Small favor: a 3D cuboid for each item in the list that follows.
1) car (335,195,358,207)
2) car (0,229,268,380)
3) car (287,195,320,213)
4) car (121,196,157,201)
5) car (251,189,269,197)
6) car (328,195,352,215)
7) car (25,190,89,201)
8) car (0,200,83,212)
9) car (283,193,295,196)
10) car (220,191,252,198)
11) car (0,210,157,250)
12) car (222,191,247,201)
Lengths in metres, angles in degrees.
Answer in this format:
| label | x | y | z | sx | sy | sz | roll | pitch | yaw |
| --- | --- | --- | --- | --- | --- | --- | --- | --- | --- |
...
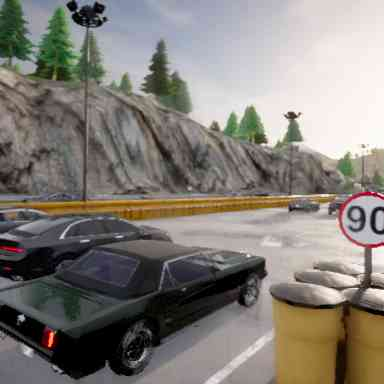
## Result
| label | x | y | z | sx | sy | sz | roll | pitch | yaw |
| --- | --- | --- | --- | --- | --- | --- | --- | --- | --- |
| car | 21.534 | 1.161 | 46.137 | 1.837 | 1.490 | 4.892 | 2 | 1 | 37 |
| car | -0.511 | 1.486 | 5.514 | 1.895 | 1.301 | 4.718 | 2 | 1 | 38 |
| car | 10.831 | 1.237 | 31.902 | 1.994 | 1.385 | 4.181 | 2 | 1 | 37 |
| car | -4.537 | 0.995 | 29.320 | 1.895 | 1.301 | 4.718 | 2 | 1 | 37 |
| car | 10.980 | 0.496 | 55.611 | 2.150 | 2.045 | 5.566 | 2 | 1 | 38 |
| car | 13.723 | 1.273 | 29.924 | 1.837 | 1.490 | 4.892 | 2 | 1 | 37 |
| car | -11.122 | 0.796 | 26.485 | 2.128 | 1.511 | 4.902 | 2 | 1 | 37 |
| car | -5.496 | 1.187 | 10.505 | 2.128 | 1.511 | 4.902 | 2 | 1 | 38 |
| car | 16.822 | 0.968 | 57.404 | 2.033 | 1.411 | 5.357 | 2 | 1 | 39 |
| car | 5.155 | 0.872 | 42.128 | 2.128 | 1.511 | 4.902 | 2 | 1 | 37 |
| car | -2.504 | 1.294 | 8.659 | 1.837 | 1.490 | 4.892 | 2 | 1 | 38 |
| car | 7.265 | 0.656 | 56.502 | 1.882 | 1.535 | 5.008 | 2 | 1 | 37 |
